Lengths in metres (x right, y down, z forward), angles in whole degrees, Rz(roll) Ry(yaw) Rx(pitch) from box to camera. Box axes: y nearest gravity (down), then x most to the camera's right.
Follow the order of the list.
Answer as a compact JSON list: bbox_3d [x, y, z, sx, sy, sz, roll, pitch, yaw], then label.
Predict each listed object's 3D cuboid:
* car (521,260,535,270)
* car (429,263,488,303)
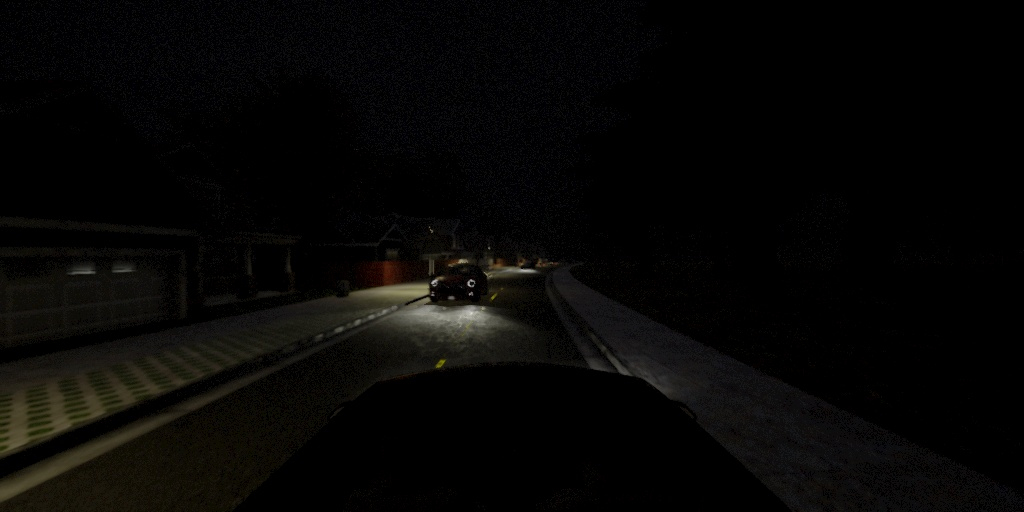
[{"bbox_3d":[2.678,1.438,58.929,2.128,1.511,4.902,0,0,11],"label":"car"},{"bbox_3d":[-2.388,1.153,17.029,2.097,1.767,4.553,0,0,3],"label":"car"}]
